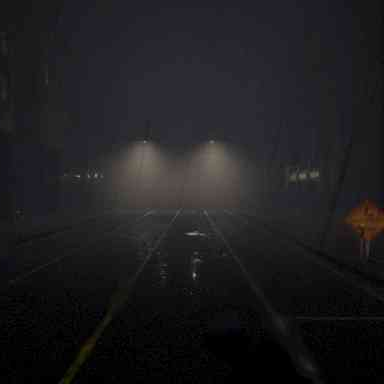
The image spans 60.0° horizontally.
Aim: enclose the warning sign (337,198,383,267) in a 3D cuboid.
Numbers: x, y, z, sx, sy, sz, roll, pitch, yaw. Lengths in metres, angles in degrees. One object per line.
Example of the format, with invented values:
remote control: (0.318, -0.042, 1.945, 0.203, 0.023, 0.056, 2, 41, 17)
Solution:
warning sign: (5.070, 1.112, 9.616, 1.300, 1.860, 1.060, 0, 0, 0)
